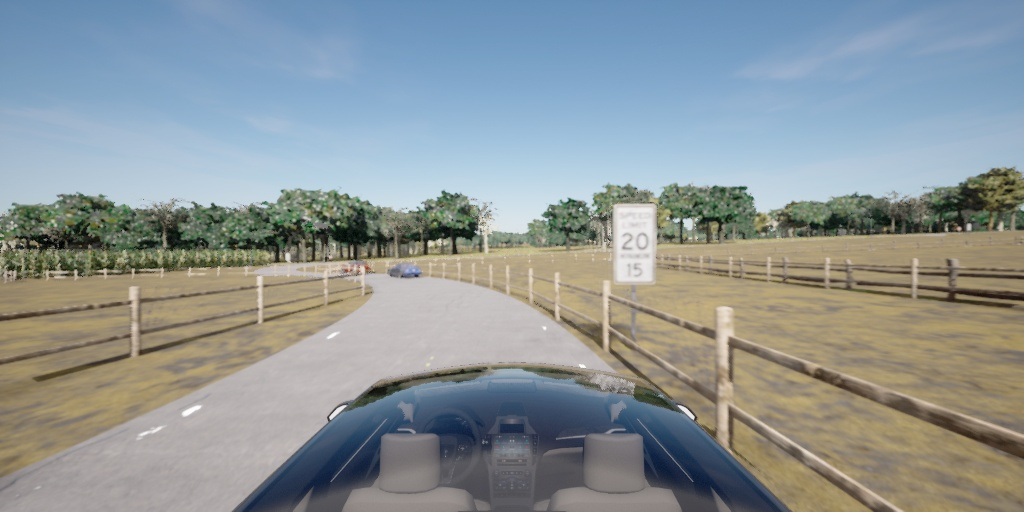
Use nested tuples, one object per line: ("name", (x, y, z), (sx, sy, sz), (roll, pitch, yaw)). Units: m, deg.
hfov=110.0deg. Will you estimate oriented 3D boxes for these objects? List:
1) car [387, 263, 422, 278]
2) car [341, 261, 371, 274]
("car", (-10.659, 1.399, 35.386), (2.033, 1.411, 5.357), (-1, 0, -37))
("car", (-19.736, 1.386, 45.180), (4.553, 1.767, 2.097), (-1, 0, 41))
